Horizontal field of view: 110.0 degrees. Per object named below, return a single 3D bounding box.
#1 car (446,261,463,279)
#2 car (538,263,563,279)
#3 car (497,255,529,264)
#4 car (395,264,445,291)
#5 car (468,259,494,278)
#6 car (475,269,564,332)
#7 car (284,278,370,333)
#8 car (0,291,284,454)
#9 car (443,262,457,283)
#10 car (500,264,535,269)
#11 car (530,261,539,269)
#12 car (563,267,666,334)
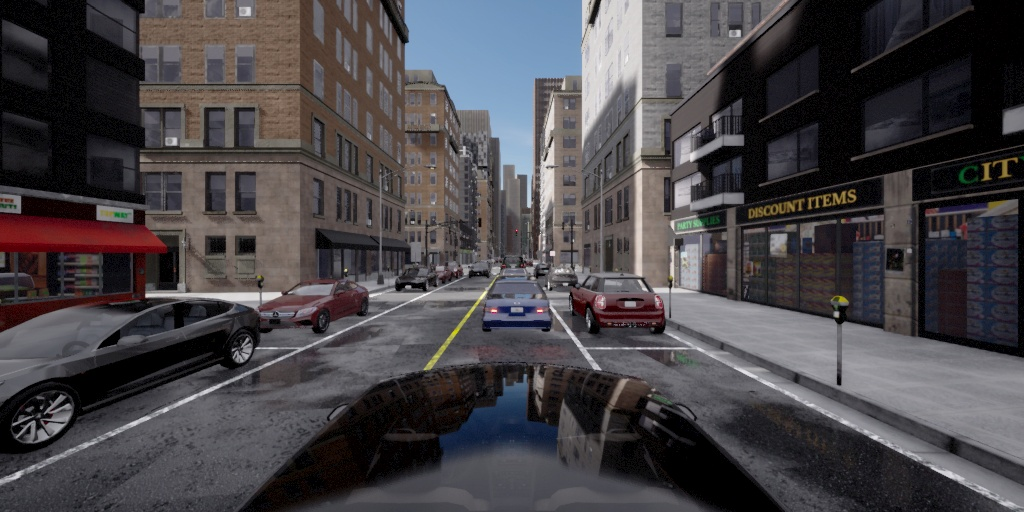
[{"bbox_3d":[-5.600,1.193,32.654,1.967,1.591,4.097,0,0,0],"label":"car"},{"bbox_3d":[2.899,1.301,21.631,2.007,1.370,4.403,0,0,0],"label":"car"},{"bbox_3d":[0.075,0.974,31.380,2.150,2.045,5.566,0,0,-1],"label":"car"},{"bbox_3d":[-5.626,1.316,21.651,1.948,1.339,4.313,0,0,0],"label":"car"},{"bbox_3d":[-2.930,1.294,33.418,1.837,1.490,4.892,0,0,0],"label":"car"},{"bbox_3d":[0.120,1.297,10.843,2.033,1.411,5.357,0,0,0],"label":"car"},{"bbox_3d":[-5.652,1.332,10.648,1.802,1.307,4.207,0,0,0],"label":"car"},{"bbox_3d":[-5.665,1.315,5.147,1.948,1.339,4.313,0,0,0],"label":"car"},{"bbox_3d":[-5.613,1.334,27.152,1.802,1.307,4.207,0,0,0],"label":"car"},{"bbox_3d":[0.142,1.352,21.349,1.895,1.301,4.718,0,0,0],"label":"car"},{"bbox_3d":[2.926,1.319,32.633,1.948,1.339,4.313,0,0,0],"label":"car"},{"bbox_3d":[2.874,1.189,10.628,1.967,1.591,4.097,0,0,0],"label":"car"}]
